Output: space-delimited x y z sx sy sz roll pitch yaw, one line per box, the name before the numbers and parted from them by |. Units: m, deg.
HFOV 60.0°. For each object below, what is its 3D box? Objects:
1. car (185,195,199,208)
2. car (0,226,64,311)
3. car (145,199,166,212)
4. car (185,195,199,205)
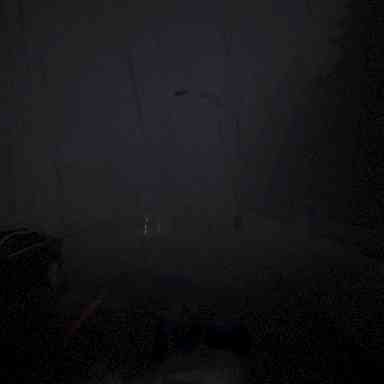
car | 0.000 1.399 44.678 2.033 1.411 5.357 0 0 0
car | -4.080 1.471 6.323 2.128 1.511 4.902 0 0 0
car | -4.034 1.477 37.114 1.895 1.301 4.718 0 0 0
car | 0.000 1.308 55.095 2.128 1.511 4.902 0 0 0
